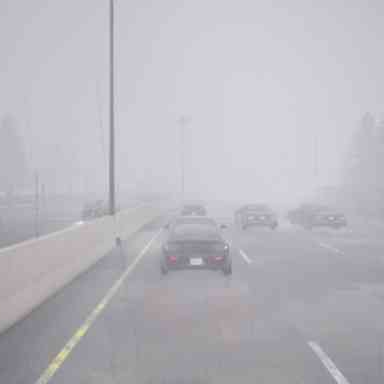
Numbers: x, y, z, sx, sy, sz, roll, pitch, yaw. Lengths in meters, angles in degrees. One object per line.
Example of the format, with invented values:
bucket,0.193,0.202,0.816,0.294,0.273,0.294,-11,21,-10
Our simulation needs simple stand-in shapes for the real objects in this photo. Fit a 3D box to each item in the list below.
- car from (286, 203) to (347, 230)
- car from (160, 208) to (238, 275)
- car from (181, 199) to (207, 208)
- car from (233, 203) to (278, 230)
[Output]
car,7.115,1.365,19.489,2.033,1.411,5.357,0,1,0
car,0.094,1.431,10.011,1.812,1.442,4.674,0,1,0
car,0.168,1.286,25.439,1.812,1.442,4.674,0,1,1
car,3.615,1.364,19.534,2.033,1.411,5.357,0,1,0
